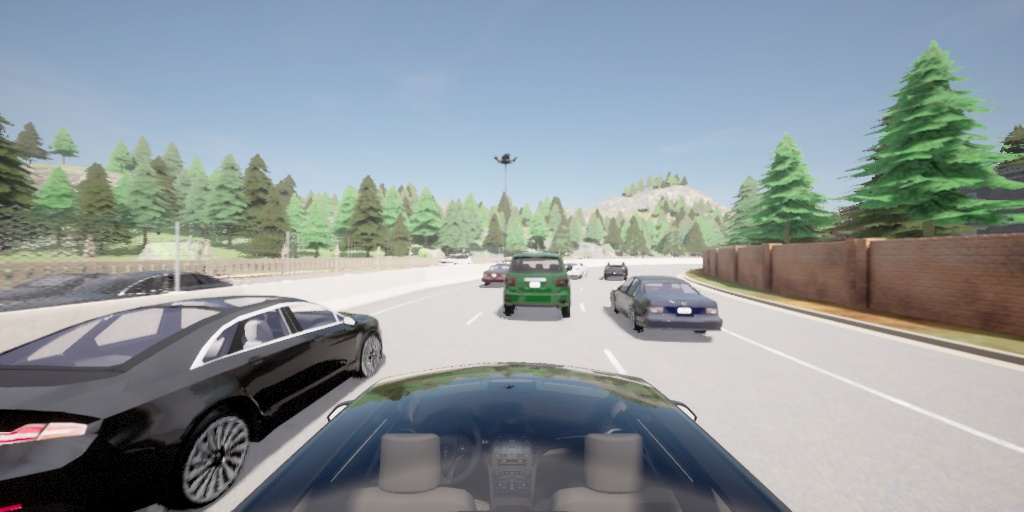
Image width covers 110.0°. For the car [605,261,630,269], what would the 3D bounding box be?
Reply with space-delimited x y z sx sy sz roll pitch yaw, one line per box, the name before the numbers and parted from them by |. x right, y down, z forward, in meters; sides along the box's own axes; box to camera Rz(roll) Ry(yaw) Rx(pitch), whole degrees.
car | 8.912 1.154 30.479 2.128 1.511 4.902 0 0 19

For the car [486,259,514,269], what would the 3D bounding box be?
car | -1.628 1.136 50.271 1.895 1.301 4.718 0 0 28

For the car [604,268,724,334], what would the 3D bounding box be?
car | 4.201 1.276 10.635 2.033 1.411 5.357 0 0 7

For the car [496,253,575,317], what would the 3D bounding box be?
car | 1.047 0.927 13.207 2.150 2.045 5.566 0 0 8

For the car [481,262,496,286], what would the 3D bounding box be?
car | -0.446 1.200 23.946 2.033 1.411 5.357 0 0 14

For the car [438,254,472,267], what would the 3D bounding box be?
car | -7.344 0.748 46.632 2.150 2.045 5.566 0 0 25

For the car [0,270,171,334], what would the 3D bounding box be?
car | -13.450 1.220 10.885 1.994 1.385 4.181 0 0 6

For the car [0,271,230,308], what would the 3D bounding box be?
car | -10.063 1.180 9.653 1.837 1.490 4.892 0 0 5

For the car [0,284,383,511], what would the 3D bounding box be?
car | -3.208 1.217 4.313 2.128 1.511 4.902 0 0 2

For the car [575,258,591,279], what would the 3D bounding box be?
car | 5.367 1.172 30.955 1.812 1.442 4.674 0 0 19
